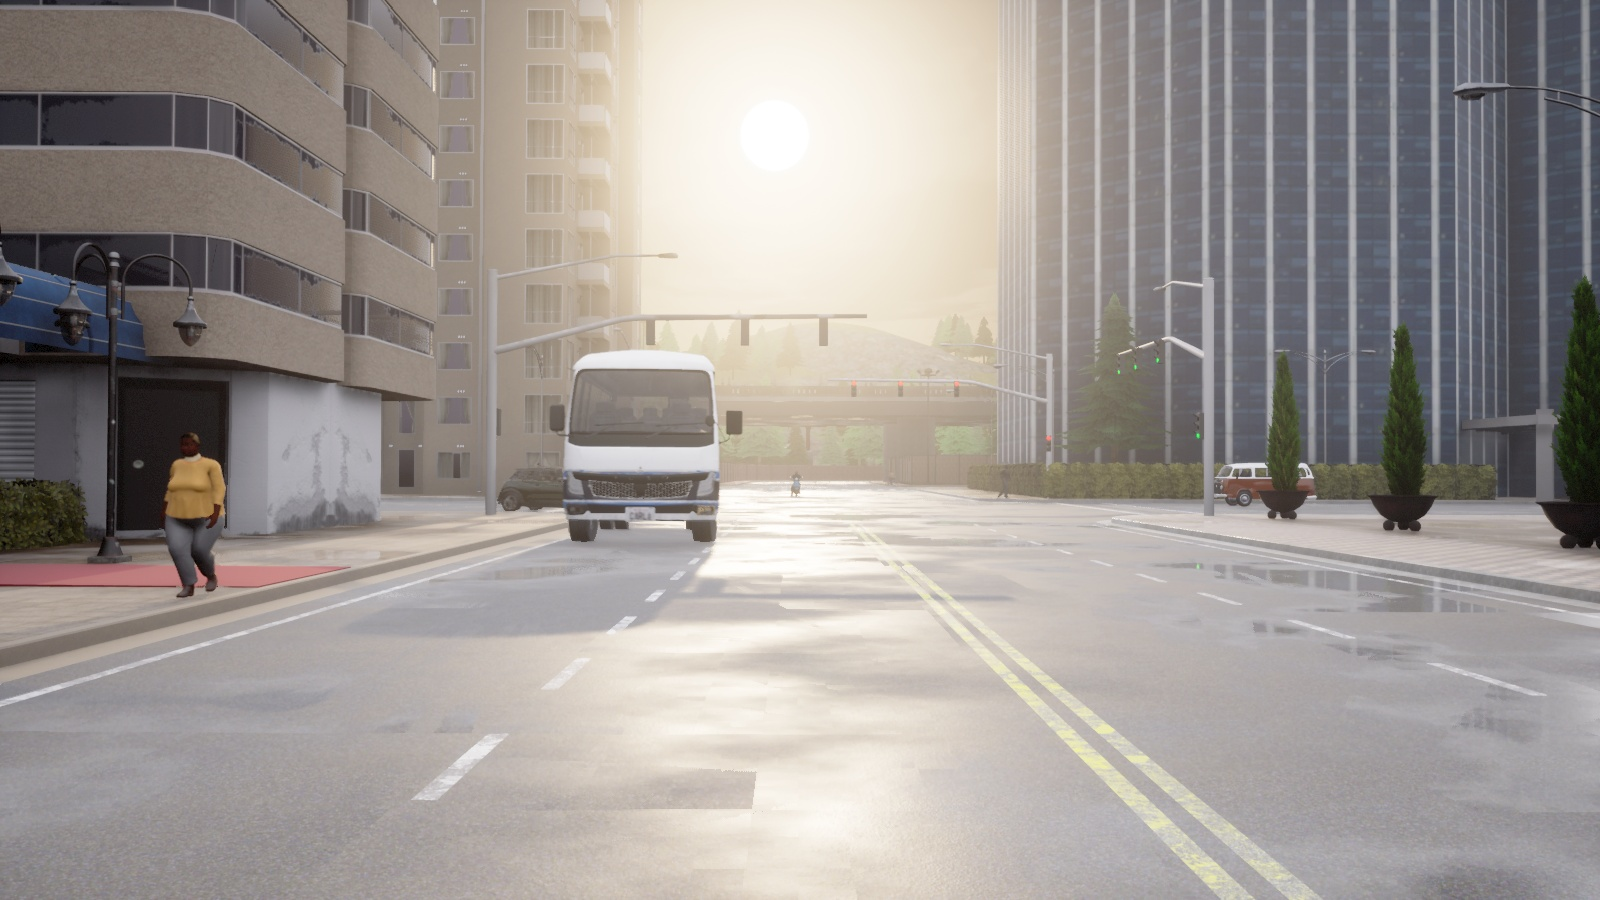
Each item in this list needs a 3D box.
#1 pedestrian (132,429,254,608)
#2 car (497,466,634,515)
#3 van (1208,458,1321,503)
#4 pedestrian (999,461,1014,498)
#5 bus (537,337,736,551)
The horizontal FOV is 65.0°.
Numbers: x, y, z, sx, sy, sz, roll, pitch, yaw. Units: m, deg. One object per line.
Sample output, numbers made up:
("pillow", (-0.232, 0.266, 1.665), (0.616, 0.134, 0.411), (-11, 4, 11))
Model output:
("pedestrian", (-6.514, 0.717, 13.523), (0.874, 1.855, 0.900), (0, -1, 0))
("car", (-8.706, 1.489, 46.641), (4.553, 1.767, 2.097), (-1, -1, 18))
("van", (21.638, 1.433, 58.627), (4.480, 2.038, 2.069), (0, -1, -1))
("pedestrian", (10.863, 1.532, 66.103), (0.666, 1.930, 0.402), (-1, -1, 44))
("bus", (-3.559, -0.042, 30.191), (3.944, 4.253, 10.273), (0, -1, -3))
